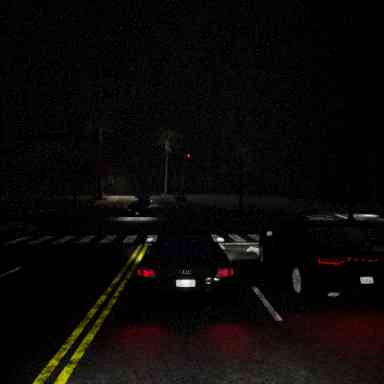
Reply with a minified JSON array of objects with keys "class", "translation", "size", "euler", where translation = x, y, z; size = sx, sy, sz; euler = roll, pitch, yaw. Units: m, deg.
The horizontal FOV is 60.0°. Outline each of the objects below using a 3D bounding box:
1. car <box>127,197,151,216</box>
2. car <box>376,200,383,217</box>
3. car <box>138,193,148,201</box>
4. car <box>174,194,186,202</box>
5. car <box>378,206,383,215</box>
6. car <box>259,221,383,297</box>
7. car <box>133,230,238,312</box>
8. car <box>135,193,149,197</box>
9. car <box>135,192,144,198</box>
[{"class":"car","translation":[-5.002,1.472,31.431],"size":[2.033,1.411,5.357],"euler":[0,0,-5]},{"class":"car","translation":[19.252,1.490,30.061],"size":[4.181,1.385,1.994],"euler":[0,0,13]},{"class":"car","translation":[-9.903,0.987,67.583],"size":[1.837,1.490,4.892],"euler":[0,1,-10]},{"class":"car","translation":[-2.329,1.051,62.486],"size":[2.128,1.511,4.902],"euler":[0,1,-10]},{"class":"car","translation":[18.305,1.418,26.938],"size":[5.008,1.535,1.882],"euler":[0,0,12]},{"class":"car","translation":[3.117,1.476,8.613],"size":[1.882,1.535,5.008],"euler":[0,0,-3]},{"class":"car","translation":[-0.158,1.563,7.812],"size":[1.994,1.385,4.181],"euler":[0,0,-1]},{"class":"car","translation":[-7.442,1.161,51.865],"size":[1.882,1.535,5.008],"euler":[0,1,-8]},{"class":"car","translation":[-13.031,0.835,82.825],"size":[1.994,1.385,4.181],"euler":[0,1,-12]}]
